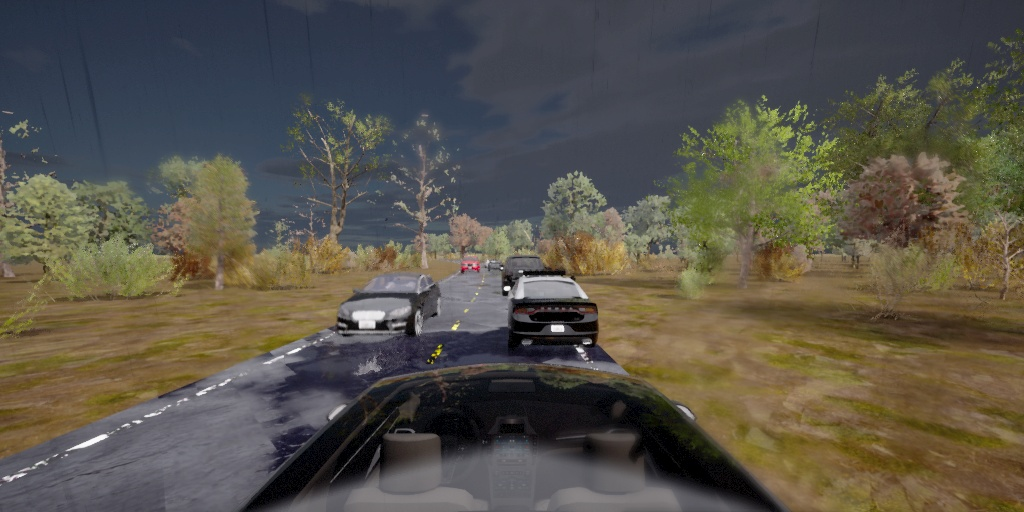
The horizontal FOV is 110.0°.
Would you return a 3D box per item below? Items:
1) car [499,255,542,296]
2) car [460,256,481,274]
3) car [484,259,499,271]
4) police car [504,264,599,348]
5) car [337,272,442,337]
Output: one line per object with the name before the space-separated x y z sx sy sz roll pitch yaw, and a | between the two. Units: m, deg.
car | 0.531 0.972 19.363 2.150 2.045 5.566 0 0 -2
car | -4.849 0.971 42.174 2.150 2.045 5.566 0 0 -5
car | -2.314 1.240 48.050 2.128 1.511 4.902 0 0 -5
police car | 0.820 1.174 9.399 1.930 1.638 5.238 0 0 -1
car | -3.234 1.241 10.320 2.128 1.511 4.902 0 0 -1
